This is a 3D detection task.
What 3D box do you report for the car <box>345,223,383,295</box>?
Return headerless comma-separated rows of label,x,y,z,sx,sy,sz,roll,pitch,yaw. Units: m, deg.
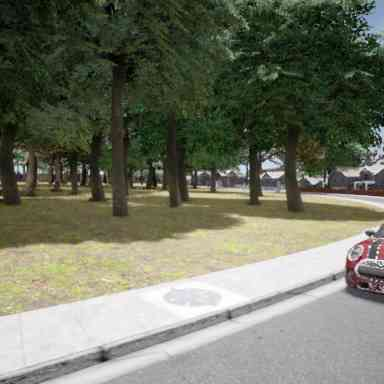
car,5.527,1.340,8.078,4.553,1.767,2.097,0,0,-44
